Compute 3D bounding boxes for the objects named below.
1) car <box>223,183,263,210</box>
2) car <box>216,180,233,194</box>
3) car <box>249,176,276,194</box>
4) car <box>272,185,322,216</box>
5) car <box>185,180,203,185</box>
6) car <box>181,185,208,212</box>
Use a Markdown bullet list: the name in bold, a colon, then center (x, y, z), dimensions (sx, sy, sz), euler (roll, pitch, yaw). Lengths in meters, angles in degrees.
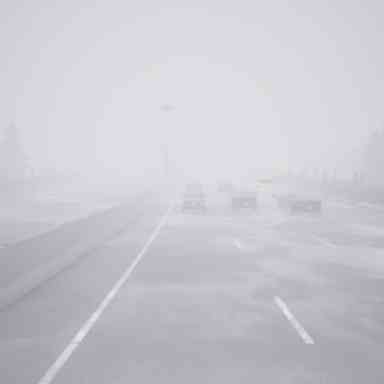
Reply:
- **car**: center (3.718, 0.422, 25.263), dimensions (1.882, 1.535, 5.008), euler (0, 5, 0)
- **car**: center (3.783, -0.685, 38.145), dimensions (1.882, 1.535, 5.008), euler (0, 5, 0)
- **car**: center (7.187, -0.603, 34.197), dimensions (2.150, 2.045, 5.566), euler (0, 5, 1)
- **car**: center (7.200, 0.631, 22.743), dimensions (1.882, 1.535, 5.008), euler (0, 5, 0)
- **car**: center (0.251, -0.679, 38.112), dimensions (1.882, 1.535, 5.008), euler (0, 5, 1)
- **car**: center (0.157, 0.563, 24.480), dimensions (2.033, 1.411, 5.357), euler (0, 5, 1)
